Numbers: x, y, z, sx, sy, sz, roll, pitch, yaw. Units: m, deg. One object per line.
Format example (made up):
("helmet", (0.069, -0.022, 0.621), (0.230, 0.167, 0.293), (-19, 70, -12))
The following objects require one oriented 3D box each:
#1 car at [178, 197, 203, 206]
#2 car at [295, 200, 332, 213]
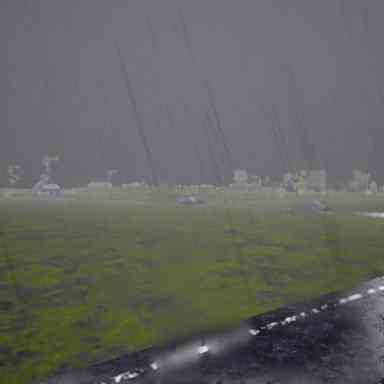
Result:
("car", (-0.346, 1.634, 58.974), (2.033, 1.411, 5.357), (0, 0, -39))
("car", (14.301, 1.659, 39.247), (1.994, 1.385, 4.181), (0, 0, -34))
